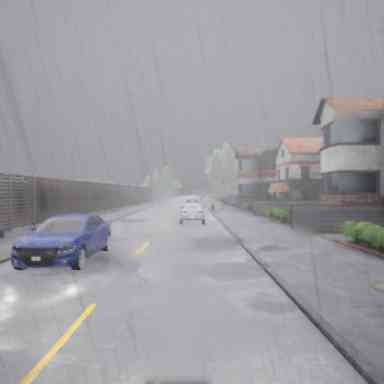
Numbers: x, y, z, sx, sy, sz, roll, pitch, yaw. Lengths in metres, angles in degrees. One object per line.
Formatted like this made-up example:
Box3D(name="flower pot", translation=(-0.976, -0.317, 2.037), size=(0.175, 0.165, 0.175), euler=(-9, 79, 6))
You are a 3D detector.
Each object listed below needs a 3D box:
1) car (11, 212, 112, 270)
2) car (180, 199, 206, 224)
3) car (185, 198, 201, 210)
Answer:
Box3D(name="car", translation=(-4.078, 1.480, 11.202), size=(1.882, 1.535, 5.008), euler=(0, 0, 0))
Box3D(name="car", translation=(0.043, 1.531, 25.070), size=(1.812, 1.442, 4.674), euler=(0, 0, 0))
Box3D(name="car", translation=(0.075, 1.574, 43.416), size=(1.994, 1.385, 4.181), euler=(0, 0, 0))
